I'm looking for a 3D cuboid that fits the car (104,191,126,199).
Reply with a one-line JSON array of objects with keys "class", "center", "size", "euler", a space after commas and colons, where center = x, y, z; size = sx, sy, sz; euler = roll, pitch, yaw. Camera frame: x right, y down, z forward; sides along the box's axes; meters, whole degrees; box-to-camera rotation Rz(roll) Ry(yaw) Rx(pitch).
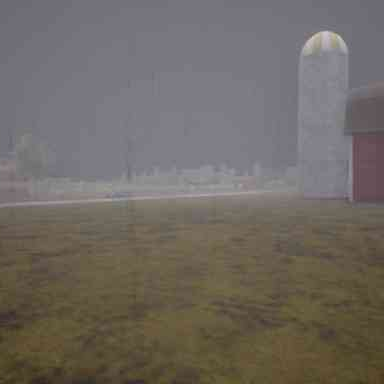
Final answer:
[{"class": "car", "center": [-14.346, 0.600, 62.361], "size": [1.994, 1.385, 4.181], "euler": [1, 2, 36]}]
